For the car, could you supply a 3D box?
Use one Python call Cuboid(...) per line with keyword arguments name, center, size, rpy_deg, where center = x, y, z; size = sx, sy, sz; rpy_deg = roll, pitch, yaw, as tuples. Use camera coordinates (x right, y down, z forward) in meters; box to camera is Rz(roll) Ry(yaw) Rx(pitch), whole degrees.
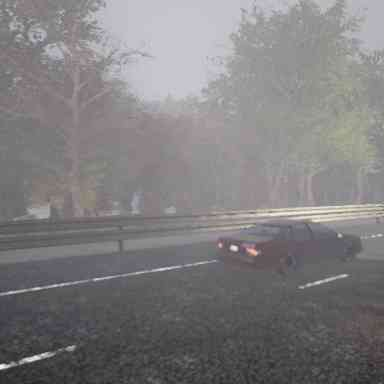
Cuboid(name="car", center=(3.179, 1.561, 10.394), size=(5.357, 1.411, 2.033), rpy_deg=(0, 0, -35))
